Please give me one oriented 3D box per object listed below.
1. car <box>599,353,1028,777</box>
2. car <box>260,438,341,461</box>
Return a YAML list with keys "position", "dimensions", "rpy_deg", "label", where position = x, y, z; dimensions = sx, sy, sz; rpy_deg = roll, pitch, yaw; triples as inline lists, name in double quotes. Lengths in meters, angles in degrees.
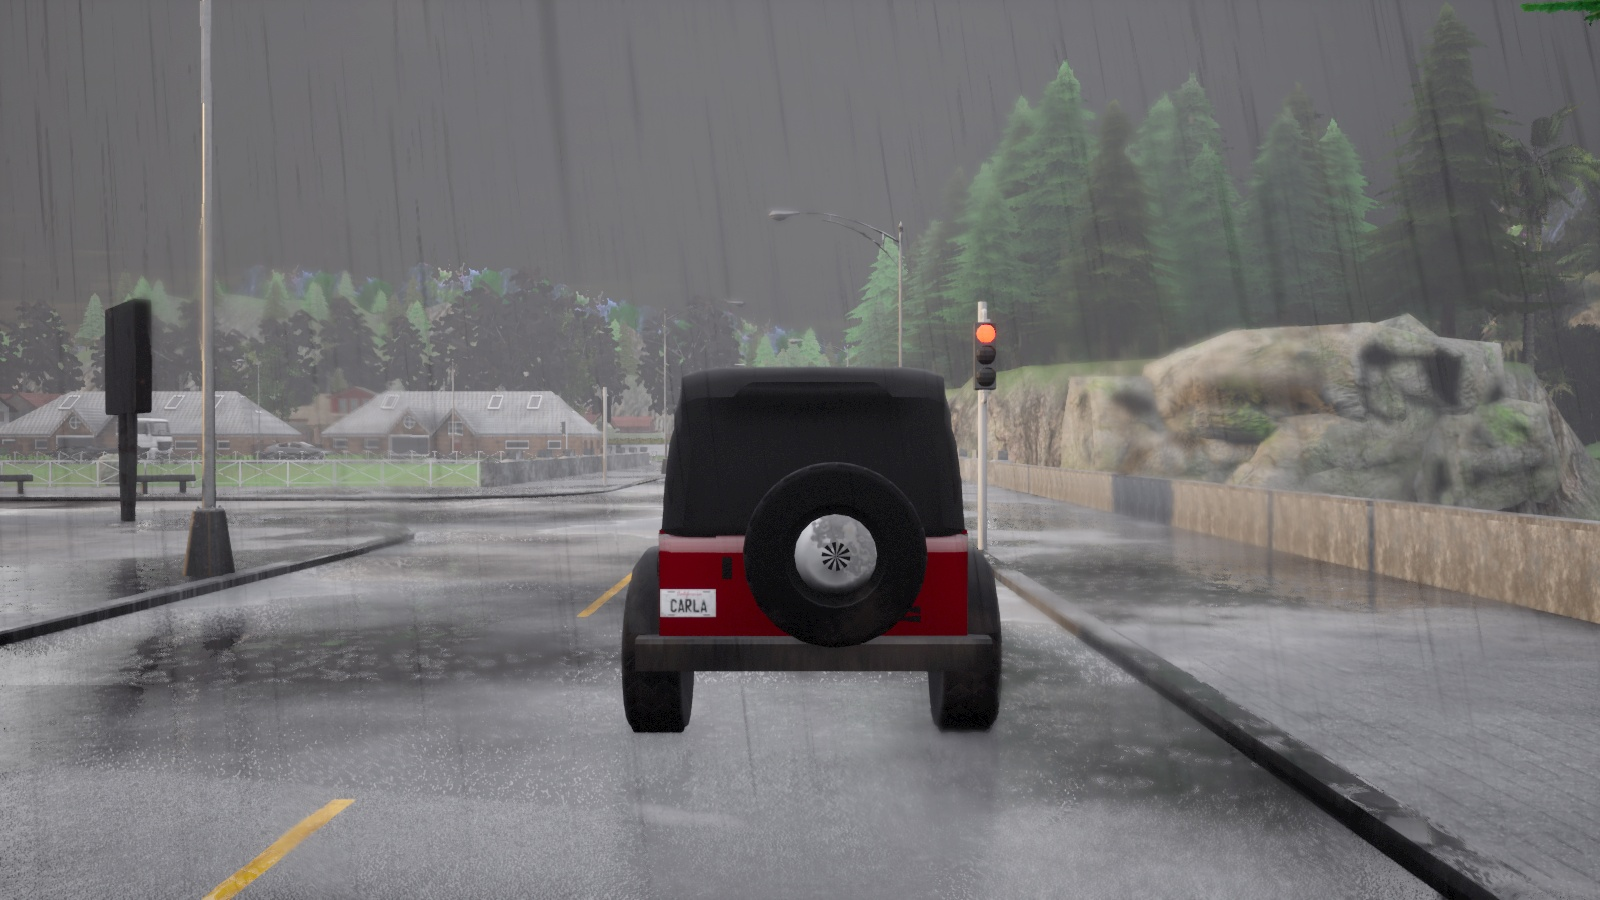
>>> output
- position: [0.062, 0.500, 7.508]
  dimensions: [1.905, 1.878, 3.866]
  rpy_deg: [0, 0, 0]
  label: "car"
- position: [-36.629, -0.024, 92.155]
  dimensions: [5.027, 1.651, 2.152]
  rpy_deg: [0, 0, 0]
  label: "car"
